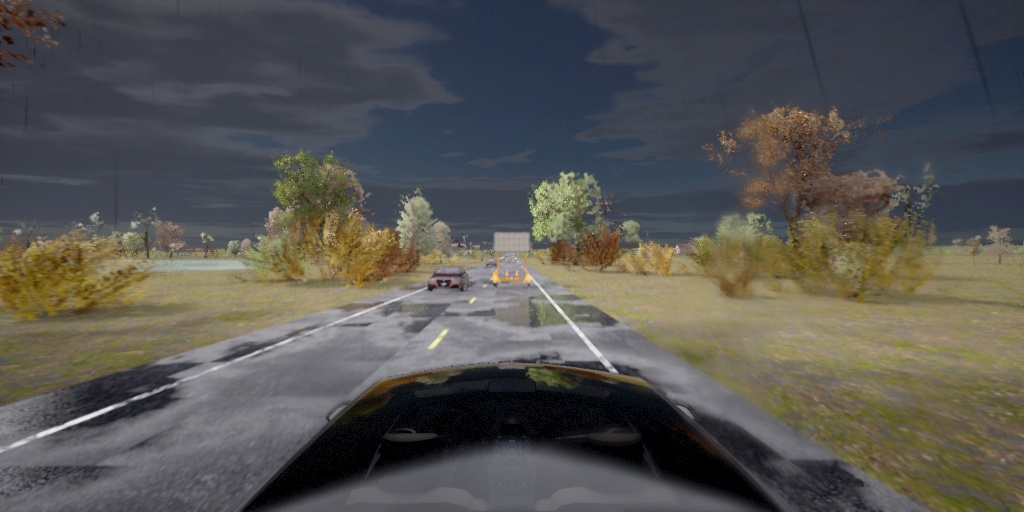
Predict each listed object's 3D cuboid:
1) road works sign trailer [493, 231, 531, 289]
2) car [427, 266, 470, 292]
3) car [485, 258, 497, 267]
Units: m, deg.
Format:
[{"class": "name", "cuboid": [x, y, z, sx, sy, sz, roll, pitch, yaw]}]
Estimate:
[{"class": "road works sign trailer", "cuboid": [-0.003, 0.181, 22.873, 2.380, 3.560, 2.880, 0, 0, 0]}, {"class": "car", "cuboid": [-3.602, 1.284, 20.946, 1.994, 1.385, 4.181, 0, 0, 0]}, {"class": "car", "cuboid": [-3.543, 1.118, 62.193, 1.812, 1.442, 4.674, 0, 0, 1]}]
